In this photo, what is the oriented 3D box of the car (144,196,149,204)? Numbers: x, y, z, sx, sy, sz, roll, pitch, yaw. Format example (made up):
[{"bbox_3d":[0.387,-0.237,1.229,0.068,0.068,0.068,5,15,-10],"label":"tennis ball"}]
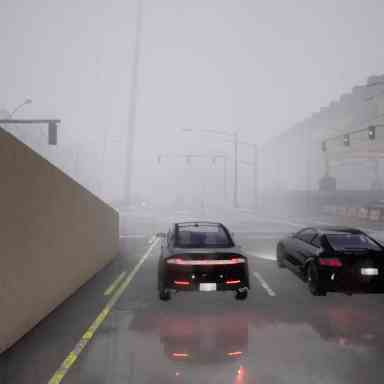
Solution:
[{"bbox_3d":[-9.771,1.564,65.926,1.994,1.385,4.181,0,0,2],"label":"car"}]

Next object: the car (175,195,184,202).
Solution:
[{"bbox_3d":[-2.635,1.355,70.063,2.033,1.411,5.357,0,0,1],"label":"car"}]

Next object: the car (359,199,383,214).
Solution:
[{"bbox_3d":[17.590,1.295,31.464,4.536,1.218,1.853,0,0,-45],"label":"car"}]

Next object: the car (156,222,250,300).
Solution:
[{"bbox_3d":[0.137,1.492,8.393,2.128,1.511,4.902,0,0,-4],"label":"car"}]

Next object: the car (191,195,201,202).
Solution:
[{"bbox_3d":[0.864,1.355,69.974,2.033,1.411,5.357,0,0,1],"label":"car"}]

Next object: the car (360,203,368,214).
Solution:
[{"bbox_3d":[17.553,1.453,31.427,4.974,1.542,2.038,0,0,-45],"label":"car"}]

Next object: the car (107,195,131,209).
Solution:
[{"bbox_3d":[-10.344,1.547,46.022,2.033,1.411,5.357,0,0,2],"label":"car"}]

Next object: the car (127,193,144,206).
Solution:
[{"bbox_3d":[-10.083,1.221,55.953,2.150,2.045,5.566,0,0,2],"label":"car"}]

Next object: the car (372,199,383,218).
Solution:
[{"bbox_3d":[17.476,1.295,26.778,1.853,1.218,4.536,0,0,-35],"label":"car"}]

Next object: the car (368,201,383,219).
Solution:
[{"bbox_3d":[17.446,1.453,26.820,2.038,1.542,4.974,0,0,-35],"label":"car"}]

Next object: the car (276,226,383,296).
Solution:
[{"bbox_3d":[3.575,1.564,8.676,1.994,1.385,4.181,0,0,0],"label":"car"}]
